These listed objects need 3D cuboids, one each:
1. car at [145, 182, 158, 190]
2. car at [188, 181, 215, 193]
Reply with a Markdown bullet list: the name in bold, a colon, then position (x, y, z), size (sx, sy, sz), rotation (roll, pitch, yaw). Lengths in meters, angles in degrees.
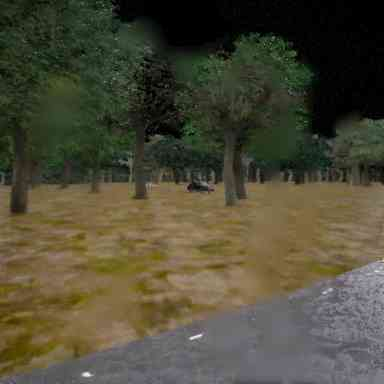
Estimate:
- **car**: position (-9.401, -1.436, 72.257), size (4.553, 1.767, 2.097), rotation (3, 2, 45)
- **car**: position (1.690, -0.914, 61.432), size (5.566, 2.045, 2.150), rotation (3, 2, 43)
